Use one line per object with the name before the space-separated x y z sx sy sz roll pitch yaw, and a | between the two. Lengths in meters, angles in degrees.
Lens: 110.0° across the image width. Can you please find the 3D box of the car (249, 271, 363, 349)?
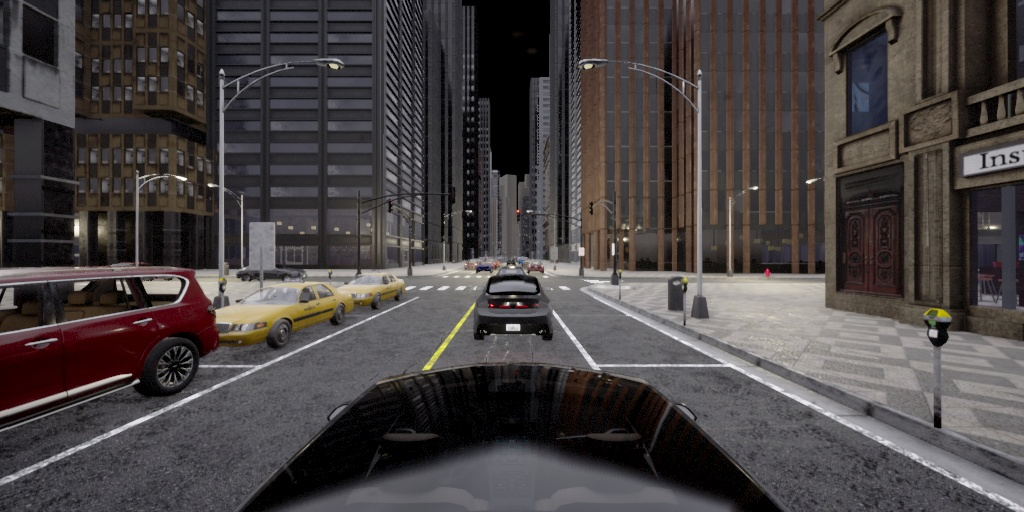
car | -5.780 1.275 9.229 1.751 1.417 4.829 0 0 0

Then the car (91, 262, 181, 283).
car | -27.743 1.191 26.559 4.674 1.442 1.812 0 0 -1

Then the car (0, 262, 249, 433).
car | -5.767 1.065 3.797 2.192 1.841 5.009 0 0 0

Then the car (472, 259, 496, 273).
car | -3.192 1.356 42.330 1.895 1.301 4.718 0 0 0

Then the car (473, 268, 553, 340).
car | 0.036 1.255 9.924 1.837 1.490 4.892 0 0 0

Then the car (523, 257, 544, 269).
car | 2.662 1.194 41.816 1.967 1.591 4.097 0 0 0

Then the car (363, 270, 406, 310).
car | -5.795 1.276 14.830 1.751 1.417 4.829 0 0 0

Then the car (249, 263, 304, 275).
car | -17.804 1.221 26.651 4.674 1.442 1.812 0 0 -2

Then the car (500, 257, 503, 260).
car | -3.220 1.117 62.599 2.097 1.767 4.553 0 0 0

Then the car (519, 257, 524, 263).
car | 2.620 1.310 58.643 2.007 1.370 4.403 0 0 0

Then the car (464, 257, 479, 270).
car | -5.891 1.198 52.994 1.967 1.591 4.097 0 0 0

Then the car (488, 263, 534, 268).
car | -0.046 1.297 20.253 2.033 1.411 5.357 0 0 0

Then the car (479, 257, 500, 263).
car | -3.213 1.110 52.024 2.097 1.767 4.553 0 0 0
